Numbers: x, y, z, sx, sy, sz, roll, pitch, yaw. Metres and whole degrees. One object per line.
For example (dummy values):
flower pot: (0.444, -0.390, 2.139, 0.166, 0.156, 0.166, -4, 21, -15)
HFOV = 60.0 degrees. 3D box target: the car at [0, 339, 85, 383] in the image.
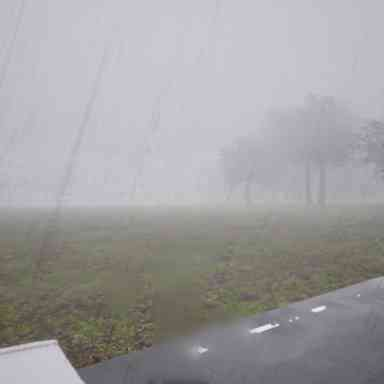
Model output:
car: (-2.684, 1.600, 1.157, 4.718, 1.301, 1.895, 0, 0, -35)
